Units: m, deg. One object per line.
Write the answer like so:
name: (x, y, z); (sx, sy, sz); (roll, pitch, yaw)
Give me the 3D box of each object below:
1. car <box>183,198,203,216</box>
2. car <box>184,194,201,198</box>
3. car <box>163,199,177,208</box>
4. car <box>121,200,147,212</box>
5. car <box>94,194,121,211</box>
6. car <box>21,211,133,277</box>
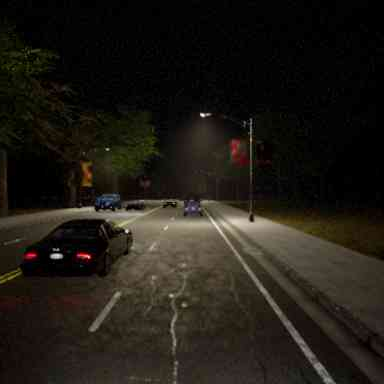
car: (0.101, 1.585, 32.549); (2.033, 1.411, 5.357); (0, 0, 0)
car: (0.012, 1.303, 45.986); (2.150, 2.045, 5.566); (0, 0, 0)
car: (-3.150, 1.690, 49.132); (1.895, 1.301, 4.718); (0, 0, 0)
car: (-6.591, 1.657, 39.251); (1.895, 1.301, 4.718); (0, 0, 0)
car: (-9.839, 1.276, 39.374); (2.150, 2.045, 5.566); (0, 0, 0)
car: (-3.149, 1.548, 10.242); (2.033, 1.411, 5.357); (0, 0, 0)
